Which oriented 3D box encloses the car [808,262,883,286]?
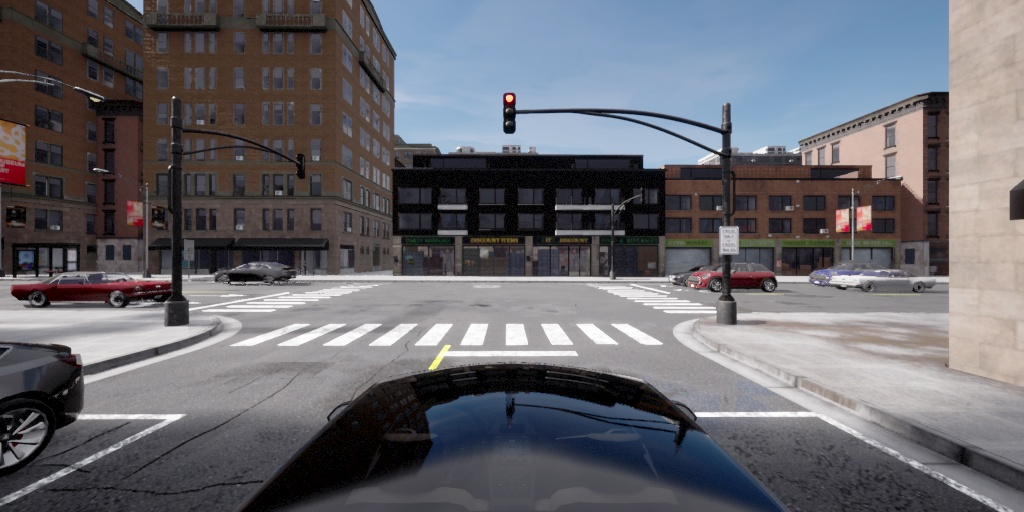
[{"bbox_3d":[23.172,1.230,24.630,4.553,1.767,2.097,0,0,-1],"label":"car"}]

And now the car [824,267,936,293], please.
[{"bbox_3d":[21.920,1.472,21.361,4.718,1.301,1.895,0,0,-1],"label":"car"}]

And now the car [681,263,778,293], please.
[{"bbox_3d":[12.932,1.176,21.245,4.553,1.767,2.097,0,0,-1],"label":"car"}]

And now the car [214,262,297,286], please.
[{"bbox_3d":[-17.182,1.168,24.102,4.902,1.511,2.128,0,0,-1],"label":"car"}]

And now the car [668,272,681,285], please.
[{"bbox_3d":[13.170,1.351,24.500,4.674,1.442,1.812,0,0,-1],"label":"car"}]

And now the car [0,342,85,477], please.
[{"bbox_3d":[-5.388,1.316,2.005,1.948,1.339,4.313,0,0,0],"label":"car"}]

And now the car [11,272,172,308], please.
[{"bbox_3d":[-16.203,1.281,14.161,4.718,1.301,1.895,0,0,-1],"label":"car"}]
